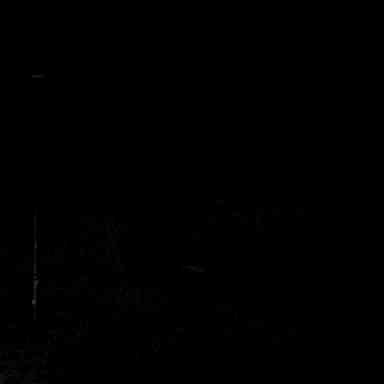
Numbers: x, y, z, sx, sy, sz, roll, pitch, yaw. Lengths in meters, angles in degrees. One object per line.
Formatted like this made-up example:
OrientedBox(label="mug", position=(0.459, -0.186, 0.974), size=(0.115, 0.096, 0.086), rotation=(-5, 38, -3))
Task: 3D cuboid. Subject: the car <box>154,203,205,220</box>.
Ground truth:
OrientedBox(label="car", position=(-0.979, 1.673, 28.667), size=(2.033, 1.411, 5.357), rotation=(1, 0, 36))
